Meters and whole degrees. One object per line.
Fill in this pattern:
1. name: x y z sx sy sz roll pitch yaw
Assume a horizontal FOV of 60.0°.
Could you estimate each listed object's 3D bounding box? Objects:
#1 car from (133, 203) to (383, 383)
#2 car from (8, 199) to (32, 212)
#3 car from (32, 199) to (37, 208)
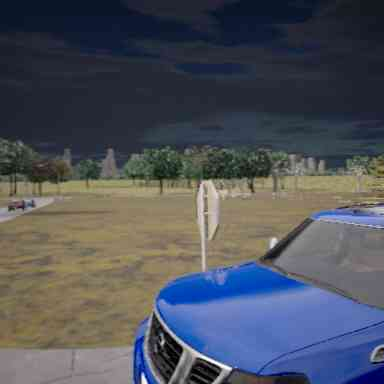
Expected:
1. car: 2.222 1.173 3.590 5.566 2.045 2.150 0 1 -22
2. car: -22.083 1.679 42.362 1.837 1.490 4.892 -2 0 -19
3. car: -25.546 1.779 52.026 1.812 1.442 4.674 -2 0 -19
